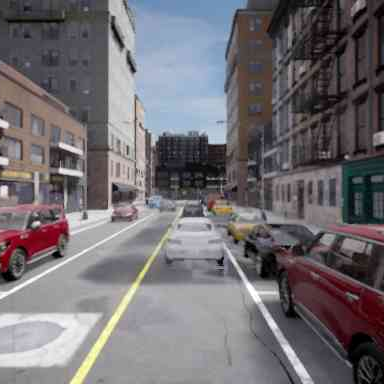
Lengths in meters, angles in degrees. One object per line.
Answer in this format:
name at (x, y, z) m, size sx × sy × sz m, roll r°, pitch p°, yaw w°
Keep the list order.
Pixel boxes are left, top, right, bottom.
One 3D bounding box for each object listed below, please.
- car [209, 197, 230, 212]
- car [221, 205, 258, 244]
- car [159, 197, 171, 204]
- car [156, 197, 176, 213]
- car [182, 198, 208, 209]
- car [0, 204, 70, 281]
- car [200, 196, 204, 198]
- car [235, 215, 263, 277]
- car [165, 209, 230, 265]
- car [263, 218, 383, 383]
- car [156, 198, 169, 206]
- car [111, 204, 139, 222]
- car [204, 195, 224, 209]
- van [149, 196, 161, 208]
car at (3.033, 1.557, 34.010) m, size 1.801 × 1.575 × 5.366 m, roll 0°, pitch 0°, yaw 0°
car at (2.641, 1.572, 15.969) m, size 1.752 × 1.417 × 4.829 m, roll 0°, pitch 0°, yaw 0°
car at (-5.372, 1.765, 66.758) m, size 1.947 × 1.339 × 4.313 m, roll 0°, pitch 0°, yaw 0°
car at (-2.836, 1.641, 39.145) m, size 1.812 × 1.442 × 4.674 m, roll 0°, pitch 0°, yaw 0°
car at (0.101, 1.585, 31.874) m, size 2.128 × 1.511 × 4.902 m, roll 0°, pitch 0°, yaw 0°
car at (-5.385, 1.345, 10.140) m, size 2.192 × 1.841 × 5.009 m, roll 0°, pitch 0°, yaw 0°
car at (2.651, 1.731, 55.432) m, size 1.947 × 1.339 × 4.313 m, roll 0°, pitch 0°, yaw 0°
car at (2.640, 1.596, 10.137) m, size 1.947 × 1.339 × 4.313 m, roll 0°, pitch 0°, yaw 0°
car at (0.081, 1.560, 11.656) m, size 1.812 × 1.442 × 4.674 m, roll 0°, pitch 0°, yaw 0°
car at (2.639, 1.329, 4.476) m, size 2.192 × 1.841 × 5.009 m, roll 0°, pitch 0°, yaw 0°
car at (-5.373, 1.733, 61.096) m, size 2.008 × 1.369 × 4.403 m, roll 0°, pitch 0°, yaw 0°
car at (-5.381, 1.662, 27.125) m, size 1.802 × 1.307 × 4.206 m, roll 0°, pitch 0°, yaw 0°
car at (2.991, 1.341, 40.851) m, size 2.150 × 2.045 × 5.566 m, roll 0°, pitch 0°, yaw 0°
van at (-5.376, 1.489, 49.773) m, size 1.690 × 1.788 × 3.998 m, roll 0°, pitch 0°, yaw 0°
